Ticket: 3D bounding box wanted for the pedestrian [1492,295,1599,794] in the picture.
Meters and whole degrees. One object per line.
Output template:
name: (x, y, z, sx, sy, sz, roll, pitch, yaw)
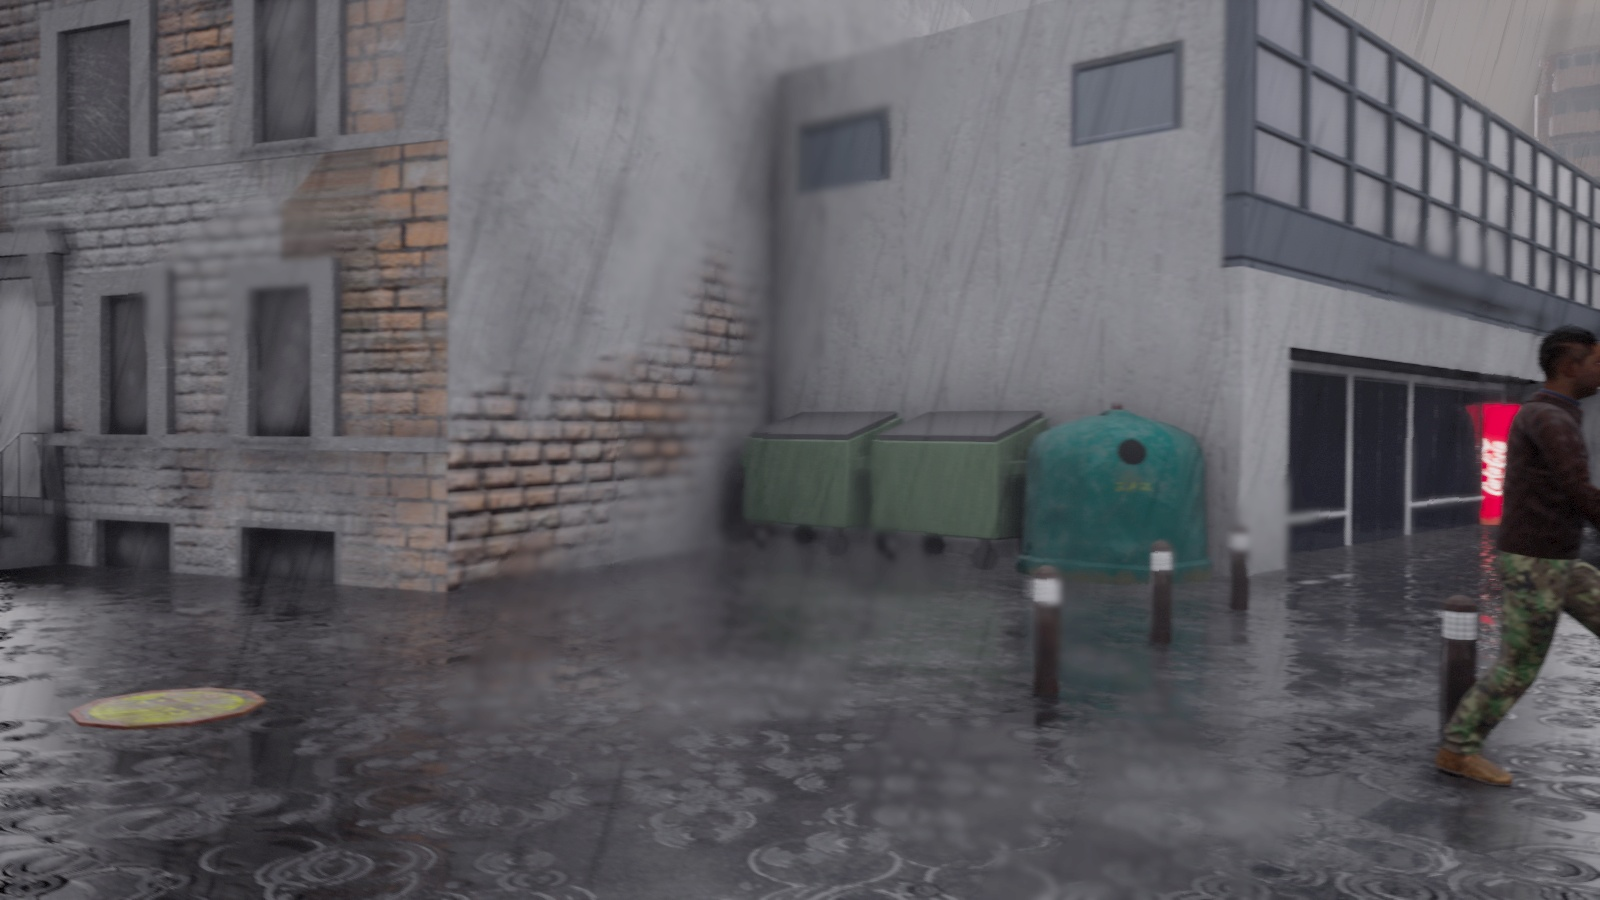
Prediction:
pedestrian: (3.061, 0.348, 4.810, 0.703, 1.840, 0.431, 0, 1, 31)
